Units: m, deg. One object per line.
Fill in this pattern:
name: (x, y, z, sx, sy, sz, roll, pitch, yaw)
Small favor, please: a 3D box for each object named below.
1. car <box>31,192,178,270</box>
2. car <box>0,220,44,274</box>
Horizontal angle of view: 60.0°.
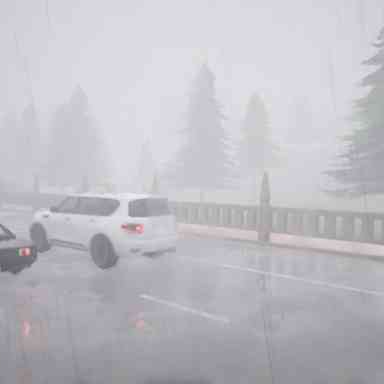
car: (-2.972, 1.011, 10.606, 5.566, 2.045, 2.150, 2, 1, 38)
car: (-5.985, 1.345, 8.512, 4.718, 1.301, 1.895, 2, 1, 38)
